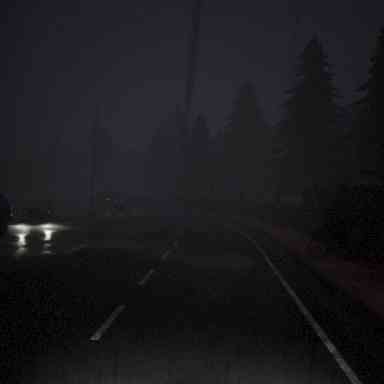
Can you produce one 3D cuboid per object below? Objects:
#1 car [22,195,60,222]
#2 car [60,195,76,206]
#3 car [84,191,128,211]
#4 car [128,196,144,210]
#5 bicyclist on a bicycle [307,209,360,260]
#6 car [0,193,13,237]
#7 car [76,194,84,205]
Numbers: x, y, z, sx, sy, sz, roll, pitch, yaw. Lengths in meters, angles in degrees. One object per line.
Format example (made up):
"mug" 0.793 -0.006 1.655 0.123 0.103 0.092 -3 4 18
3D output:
"car" -10.932 1.211 24.060 1.882 1.535 5.008 1 0 -19
"car" -18.205 1.111 44.718 4.181 1.385 1.994 1 0 29
"car" -9.628 0.952 36.893 2.150 2.045 5.566 1 0 -38
"car" -7.543 1.258 39.599 2.128 1.511 4.902 1 0 -39
"bicyclist on a bicycle" 4.557 1.365 10.660 1.656 1.620 0.582 2 0 5
"car" -9.769 1.002 13.721 2.150 2.045 5.566 1 0 3
"car" -15.809 1.094 47.032 4.892 1.490 1.837 2 0 34
